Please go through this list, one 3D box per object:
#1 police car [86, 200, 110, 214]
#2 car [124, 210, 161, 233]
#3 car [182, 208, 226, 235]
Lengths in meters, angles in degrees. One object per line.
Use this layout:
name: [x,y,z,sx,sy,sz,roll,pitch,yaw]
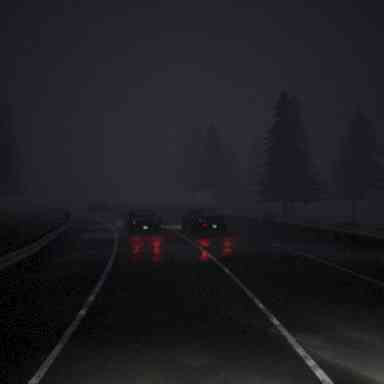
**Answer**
police car: [-11.359,1.764,40.005,1.930,1.638,5.238,0,-1,-30]
car: [-3.282,1.772,21.249,1.895,1.301,4.718,0,0,-16]
car: [0.659,1.675,20.094,1.812,1.442,4.674,0,0,-14]
